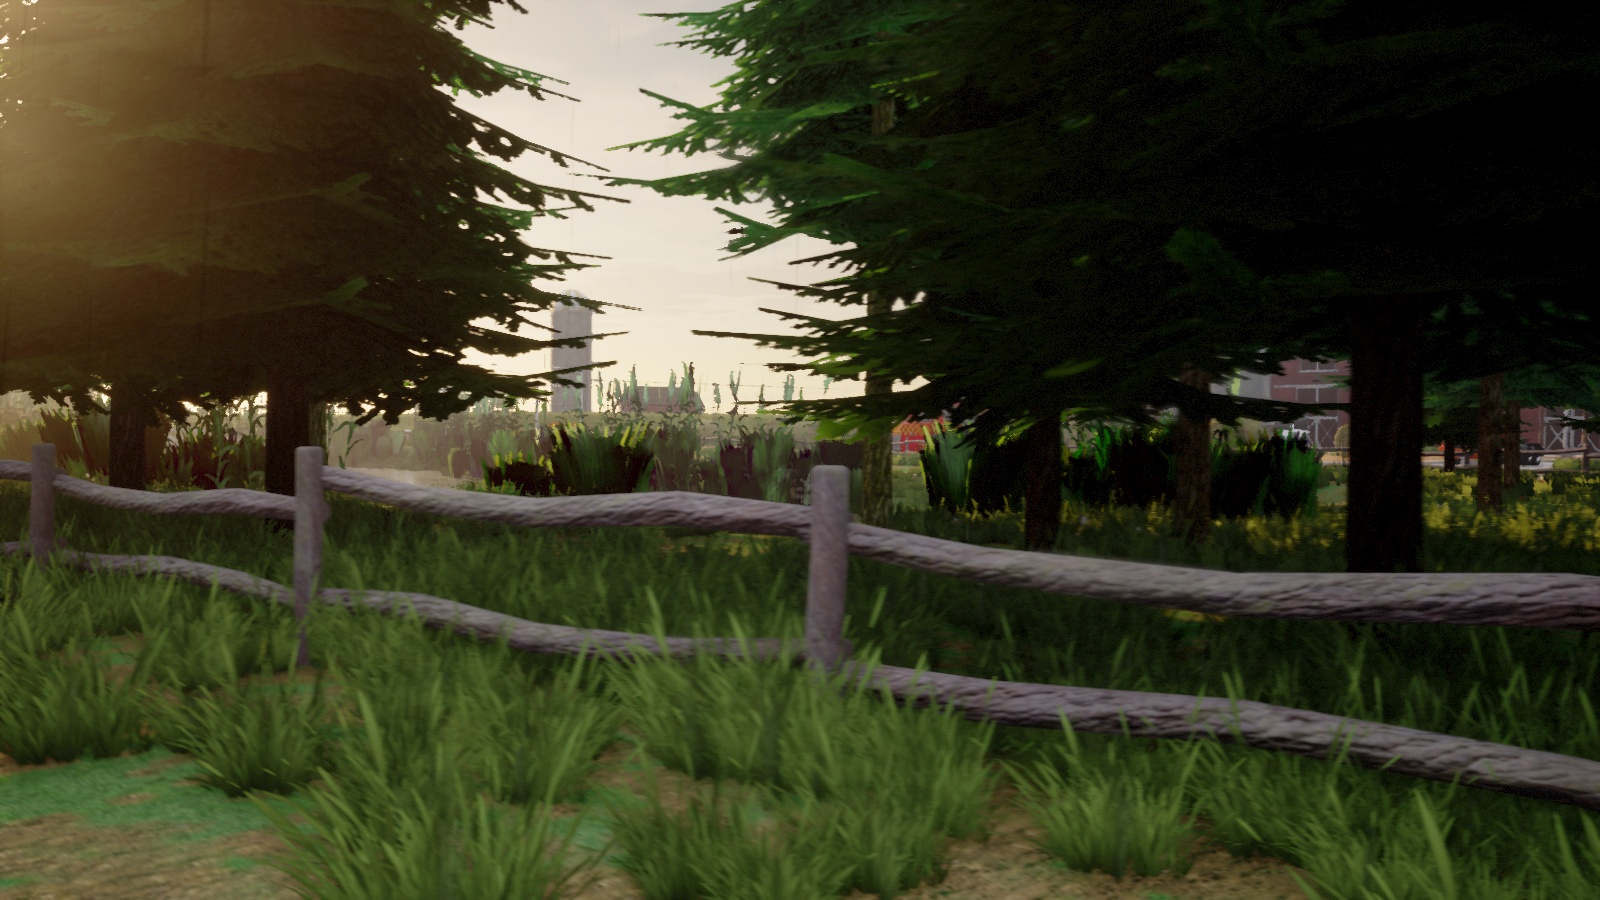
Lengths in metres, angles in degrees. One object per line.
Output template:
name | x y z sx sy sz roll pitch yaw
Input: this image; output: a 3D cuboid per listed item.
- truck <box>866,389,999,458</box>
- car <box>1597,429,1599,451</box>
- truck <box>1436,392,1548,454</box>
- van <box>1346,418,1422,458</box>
truck | 7.707 -1.509 74.186 2.891 3.827 8.468 -1 1 -35
car | 51.335 -0.635 77.726 4.718 1.301 1.895 -1 1 -38
truck | 40.712 -1.572 73.792 7.936 3.462 2.891 -1 1 -38
van | 30.623 -0.647 65.832 4.442 1.987 1.775 -1 1 -38
